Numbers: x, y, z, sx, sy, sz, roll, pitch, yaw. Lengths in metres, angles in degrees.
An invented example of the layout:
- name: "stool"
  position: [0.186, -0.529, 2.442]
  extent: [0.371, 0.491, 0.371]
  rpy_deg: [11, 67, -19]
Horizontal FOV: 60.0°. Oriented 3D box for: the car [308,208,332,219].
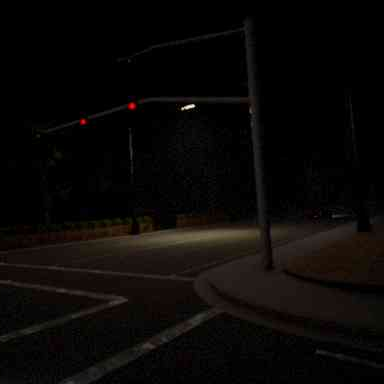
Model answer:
- name: "car"
  position: [16.718, 2.794, 43.292]
  extent: [1.895, 1.301, 4.718]
  rpy_deg: [-6, -4, 36]
